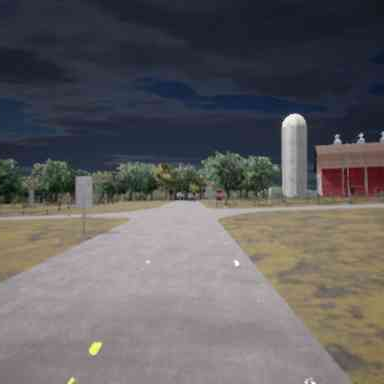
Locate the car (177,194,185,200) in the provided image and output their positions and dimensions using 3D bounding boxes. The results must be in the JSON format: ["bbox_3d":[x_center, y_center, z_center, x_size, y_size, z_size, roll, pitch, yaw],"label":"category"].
[{"bbox_3d":[-2.747,1.334,85.130,2.033,1.411,5.357,0,-1,0],"label":"car"}]

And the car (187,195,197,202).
[{"bbox_3d":[0.002,1.622,80.516,1.837,1.490,4.892,0,-1,0],"label":"car"}]
